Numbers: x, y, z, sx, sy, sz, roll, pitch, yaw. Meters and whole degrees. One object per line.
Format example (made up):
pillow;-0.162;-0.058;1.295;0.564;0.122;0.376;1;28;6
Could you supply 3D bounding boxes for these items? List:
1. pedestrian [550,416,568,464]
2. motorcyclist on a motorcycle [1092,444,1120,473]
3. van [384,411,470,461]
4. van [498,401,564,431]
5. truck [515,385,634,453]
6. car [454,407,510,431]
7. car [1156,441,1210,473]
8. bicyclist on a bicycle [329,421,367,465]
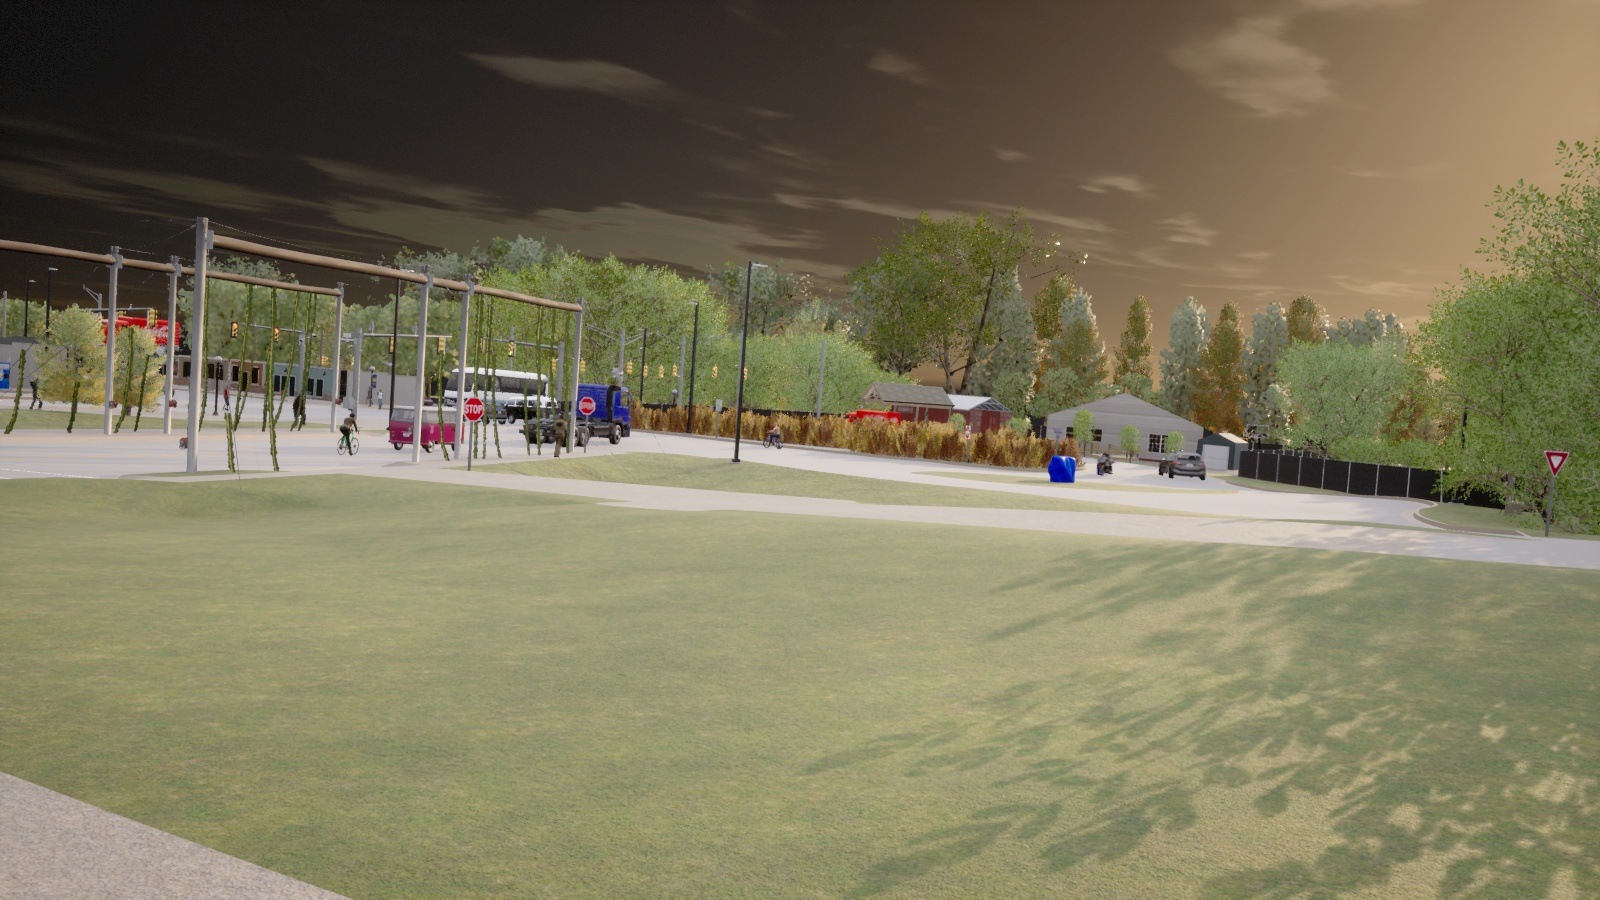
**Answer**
pedestrian;-9.945;-0.411;51.831;0.396;1.930;0.692;4;3;11
motorcyclist on a motorcycle;18.467;0.494;75.794;0.866;1.530;2.191;4;6;36
van;-16.406;-0.647;55.471;1.775;1.987;4.442;4;2;10
van;-19.264;-2.460;89.870;4.480;2.038;2.069;3;3;36
truck;-12.523;-1.825;70.635;2.891;3.462;7.936;4;4;19
car;-22.154;-2.189;87.416;3.705;1.549;1.789;3;3;35
car;23.854;0.402;78.370;2.242;1.667;4.611;2;3;5
bicyclist on a bicycle;-17.511;-0.284;48.689;0.582;1.620;1.656;4;2;8
